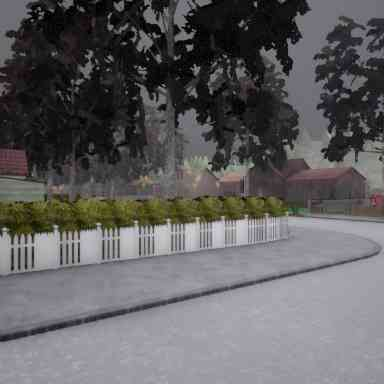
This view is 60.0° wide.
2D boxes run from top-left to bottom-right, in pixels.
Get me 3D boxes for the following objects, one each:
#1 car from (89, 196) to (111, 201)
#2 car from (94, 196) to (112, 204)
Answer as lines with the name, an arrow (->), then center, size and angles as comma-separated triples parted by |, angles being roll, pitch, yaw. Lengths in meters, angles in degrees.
car -> -15.420, 1.404, 54.787 | 2.097, 1.767, 4.553 | 0, 0, -35
car -> -17.268, 1.564, 64.447 | 1.994, 1.385, 4.181 | 0, 0, -36
